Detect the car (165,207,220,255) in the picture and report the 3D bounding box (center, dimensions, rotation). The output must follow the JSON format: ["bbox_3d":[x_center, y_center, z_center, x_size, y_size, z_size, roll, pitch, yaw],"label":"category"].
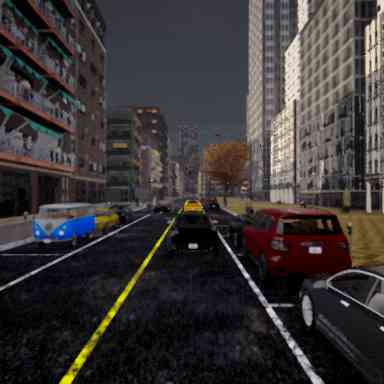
[{"bbox_3d":[0.023,1.569,13.536,1.837,1.490,4.892,0,0,0],"label":"car"}]

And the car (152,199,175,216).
[{"bbox_3d":[-3.009,1.688,34.822,1.895,1.301,4.718,0,0,0],"label":"car"}]

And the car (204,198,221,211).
[{"bbox_3d":[2.682,1.785,42.780,1.947,1.339,4.313,0,0,0],"label":"car"}]

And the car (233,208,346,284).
[{"bbox_3d":[2.691,1.360,9.645,2.192,1.841,5.009,0,0,0],"label":"car"}]

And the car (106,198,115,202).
[{"bbox_3d":[-16.440,1.664,61.282,4.403,1.369,2.008,1,-1,-1],"label":"car"}]

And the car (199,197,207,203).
[{"bbox_3d":[2.672,1.986,80.691,1.887,1.381,4.507,0,0,0],"label":"car"}]

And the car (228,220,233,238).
[{"bbox_3d":[2.689,1.638,15.166,1.947,1.339,4.313,0,0,0],"label":"car"}]

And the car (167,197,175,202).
[{"bbox_3d":[-5.712,2.064,91.754,2.008,1.369,4.403,0,0,0],"label":"car"}]

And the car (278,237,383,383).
[{"bbox_3d":[2.692,1.570,4.120,2.008,1.369,4.403,0,0,0],"label":"car"}]

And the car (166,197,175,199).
[{"bbox_3d":[-5.708,1.992,80.689,2.008,1.369,4.403,0,0,0],"label":"car"}]

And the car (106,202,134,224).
[{"bbox_3d":[-5.695,1.694,26.210,1.947,1.339,4.313,0,0,0],"label":"car"}]

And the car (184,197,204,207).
[{"bbox_3d":[0.092,1.669,37.956,1.882,1.535,5.008,0,0,0],"label":"car"}]

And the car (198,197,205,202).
[{"bbox_3d":[2.669,2.040,91.926,1.752,1.417,4.829,0,0,0],"label":"car"}]

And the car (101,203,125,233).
[{"bbox_3d":[-5.693,1.624,20.517,1.752,1.417,4.829,0,0,0],"label":"car"}]

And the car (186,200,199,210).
[{"bbox_3d":[0.089,1.853,48.802,1.895,1.301,4.718,0,0,0],"label":"car"}]

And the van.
[{"bbox_3d":[-5.692,1.413,15.165,1.690,1.788,3.998,0,0,0],"label":"van"}]
